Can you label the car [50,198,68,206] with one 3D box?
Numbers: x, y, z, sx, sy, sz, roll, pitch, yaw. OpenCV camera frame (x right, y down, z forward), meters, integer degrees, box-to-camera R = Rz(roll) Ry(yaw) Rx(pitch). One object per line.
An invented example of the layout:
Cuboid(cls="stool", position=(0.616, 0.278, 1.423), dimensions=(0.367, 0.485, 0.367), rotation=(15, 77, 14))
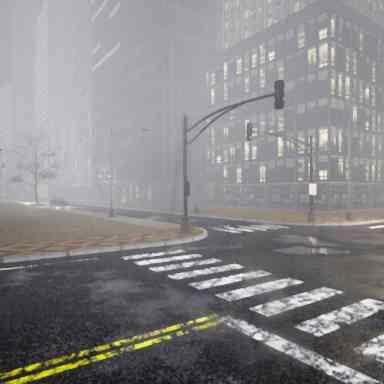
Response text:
Cuboid(cls="car", position=(-21.724, 1.603, 54.214), dimensions=(1.895, 1.301, 4.718), rotation=(0, 0, -35))
